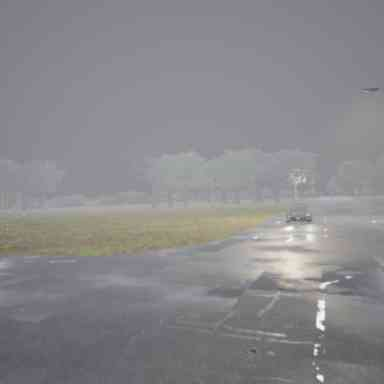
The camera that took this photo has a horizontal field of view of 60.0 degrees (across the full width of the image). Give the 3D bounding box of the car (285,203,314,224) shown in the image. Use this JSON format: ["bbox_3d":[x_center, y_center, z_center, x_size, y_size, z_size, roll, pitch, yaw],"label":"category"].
[{"bbox_3d":[8.825,1.732,27.220,1.837,1.490,4.892,-3,-1,22],"label":"car"}]
